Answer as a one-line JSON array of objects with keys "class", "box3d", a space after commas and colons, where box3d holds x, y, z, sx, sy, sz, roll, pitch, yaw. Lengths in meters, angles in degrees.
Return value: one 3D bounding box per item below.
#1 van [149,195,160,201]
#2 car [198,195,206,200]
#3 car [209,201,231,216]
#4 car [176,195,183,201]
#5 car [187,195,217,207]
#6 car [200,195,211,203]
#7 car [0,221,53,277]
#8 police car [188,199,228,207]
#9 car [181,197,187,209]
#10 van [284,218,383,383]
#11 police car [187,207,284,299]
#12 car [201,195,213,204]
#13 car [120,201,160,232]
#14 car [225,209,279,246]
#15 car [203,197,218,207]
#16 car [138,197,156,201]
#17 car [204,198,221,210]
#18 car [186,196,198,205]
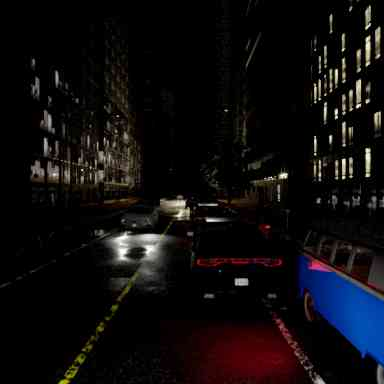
[{"class": "van", "box3d": [-5.699, 1.328, 50.020, 1.690, 1.788, 3.998, 0, 0, 0]}, {"class": "car", "box3d": [2.676, 1.463, 89.865, 1.887, 1.381, 4.507, 0, 0, 0]}, {"class": "car", "box3d": [2.684, 1.581, 32.940, 1.802, 1.307, 4.206, 0, 0, 0]}, {"class": "car", "box3d": [-3.015, 1.478, 83.846, 2.033, 1.411, 5.357, 0, 0, 0]}, {"class": "car", "box3d": [0.895, 1.224, 24.527, 2.150, 2.045, 5.566, 0, 0, 0]}, {"class": "car", "box3d": [2.679, 1.401, 67.094, 1.967, 1.590, 4.097, 0, 0, 0]}, {"class": "car", "box3d": [-5.693, 1.582, 10.171, 1.802, 1.307, 4.206, 0, 0, 0]}, {"class": "police car", "box3d": [0.896, 1.425, 18.607, 1.930, 1.638, 5.238, 0, 0, 0]}, {"class": "car", "box3d": [-0.007, 1.540, 44.755, 2.033, 1.411, 5.357, 0, 0, 0]}, {"class": "van", "box3d": [2.689, 1.341, 4.478, 1.690, 1.788, 3.998, 0, 0, 0]}, {"class": "police car", "box3d": [0.898, 1.425, 8.606, 1.930, 1.638, 5.238, 0, 0, 0]}, {"class": "car", "box3d": [2.680, 1.410, 61.402, 1.967, 1.590, 4.097, 0, 0, 0]}, {"class": "car", "box3d": [-3.105, 1.525, 20.259, 1.812, 1.442, 4.674, 0, 0, 0]}, {"class": "car", "box3d": [2.687, 1.581, 15.862, 1.802, 1.307, 4.206, 0, 0, 0]}, {"class": "car", "box3d": [2.682, 1.538, 50.017, 2.008, 1.369, 4.403, 0, 0, 0]}, {"class": "car", "box3d": [-5.697, 1.548, 38.634, 2.008, 1.369, 4.403, 0, 0, 0]}, {"class": "car", "box3d": [2.683, 1.544, 44.325, 2.008, 1.369, 4.403, 0, 0, 0]}, {"class": "car", "box3d": [-0.011, 1.521, 59.243, 2.033, 1.411, 5.357, 0, 0, 0]}]
